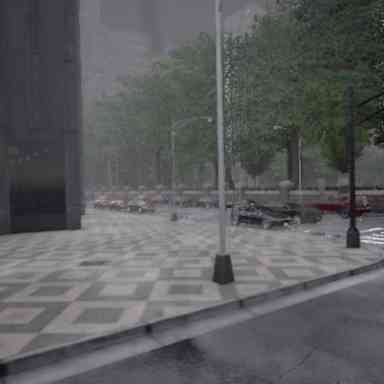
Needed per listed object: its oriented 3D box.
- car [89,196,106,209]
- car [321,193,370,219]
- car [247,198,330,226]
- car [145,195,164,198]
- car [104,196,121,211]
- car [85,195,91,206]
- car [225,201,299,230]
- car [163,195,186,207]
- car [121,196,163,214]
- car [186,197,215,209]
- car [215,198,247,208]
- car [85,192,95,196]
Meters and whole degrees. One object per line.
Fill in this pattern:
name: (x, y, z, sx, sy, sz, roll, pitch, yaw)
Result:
car: (-11.524, 1.516, 43.360, 1.802, 1.307, 4.206, -2, 1, -35)
car: (11.144, 1.021, 25.963, 2.192, 1.841, 5.009, -2, 1, -35)
car: (6.402, 1.356, 22.700, 1.882, 1.535, 5.008, -2, 1, -35)
car: (-4.563, 1.140, 48.270, 1.967, 1.590, 4.097, -2, 1, -35)
car: (-8.381, 1.517, 38.899, 1.802, 1.307, 4.206, -2, 1, -35)
car: (-17.809, 1.514, 52.284, 1.802, 1.307, 4.206, -2, 1, -35)
car: (4.187, 1.505, 21.053, 1.947, 1.339, 4.313, -2, 1, -35)
car: (-1.419, 1.252, 43.811, 2.008, 1.369, 4.403, -2, 1, -35)
car: (-5.240, 1.486, 34.436, 2.008, 1.369, 4.403, -2, 1, -35)
car: (1.723, 1.253, 39.350, 2.008, 1.369, 4.403, -2, 1, -35)
car: (4.866, 1.269, 34.889, 1.947, 1.339, 4.313, -2, 1, -35)
car: (-23.418, 1.017, 75.035, 2.192, 1.841, 5.009, -2, 1, -35)
